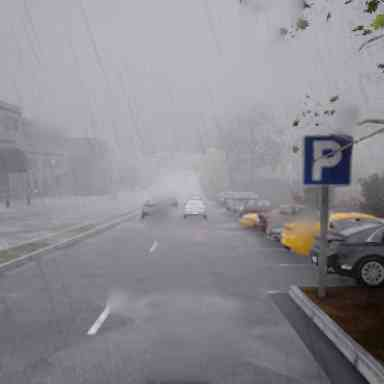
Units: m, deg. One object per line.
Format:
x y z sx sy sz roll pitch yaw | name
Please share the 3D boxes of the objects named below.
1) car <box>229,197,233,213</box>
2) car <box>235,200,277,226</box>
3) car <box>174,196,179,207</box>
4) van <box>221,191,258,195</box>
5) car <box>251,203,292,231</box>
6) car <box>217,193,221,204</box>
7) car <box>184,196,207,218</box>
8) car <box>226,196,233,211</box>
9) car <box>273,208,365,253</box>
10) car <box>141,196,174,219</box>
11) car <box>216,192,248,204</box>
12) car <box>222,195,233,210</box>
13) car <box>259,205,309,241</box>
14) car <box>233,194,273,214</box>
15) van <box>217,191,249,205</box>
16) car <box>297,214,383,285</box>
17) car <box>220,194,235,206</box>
5.736 1.403 27.873 4.674 1.452 2.002 0 1 0 | car
5.491 1.427 19.610 5.366 1.575 1.946 0 0 0 | car
-2.844 1.217 43.879 1.994 1.385 4.181 0 1 1 | car
5.938 1.001 38.885 4.442 1.987 1.878 0 1 0 | van
5.685 1.476 16.848 4.792 1.488 2.163 0 0 0 | car
5.812 1.056 41.772 4.553 1.767 2.185 0 1 0 | car
0.269 1.394 28.561 1.812 1.442 4.674 0 1 1 | car
5.762 1.374 30.627 4.674 1.452 2.002 0 1 0 | car
5.609 1.465 11.345 5.008 1.535 2.097 0 0 0 | car
-2.994 1.367 27.604 2.128 1.511 4.902 0 1 1 | car
5.935 0.898 49.907 4.553 1.767 2.185 0 1 0 | car
5.750 1.333 33.385 4.792 1.488 2.163 0 1 0 | car
5.641 1.457 14.098 4.892 1.521 2.231 0 0 0 | car
5.687 1.266 25.111 4.553 1.767 2.185 0 1 0 | car
5.767 0.857 47.155 4.442 1.987 1.878 0 1 0 | van
5.587 1.473 8.590 4.892 1.521 2.231 0 0 0 | car
5.830 1.294 36.137 4.792 1.488 2.163 0 1 0 | car
